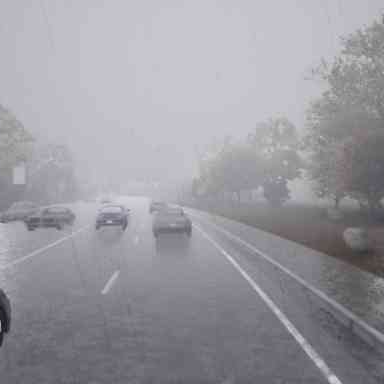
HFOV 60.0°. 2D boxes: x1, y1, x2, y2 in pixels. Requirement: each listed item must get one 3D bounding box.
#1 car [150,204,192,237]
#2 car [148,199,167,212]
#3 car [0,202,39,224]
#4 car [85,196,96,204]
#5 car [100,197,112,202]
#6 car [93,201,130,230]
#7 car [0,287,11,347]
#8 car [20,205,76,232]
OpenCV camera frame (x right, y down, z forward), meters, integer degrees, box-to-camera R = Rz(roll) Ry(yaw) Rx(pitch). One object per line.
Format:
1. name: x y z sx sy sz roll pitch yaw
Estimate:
1. car: -1.129 1.569 18.288 1.994 1.385 4.181 0 0 -6
2. car: -3.612 1.503 35.575 2.128 1.511 4.902 0 0 -10
3. car: -12.768 1.532 25.191 1.837 1.490 4.892 0 0 -8
4. car: -20.156 1.558 66.113 2.128 1.511 4.902 0 0 -11
5. car: -15.521 1.578 60.461 2.033 1.411 5.357 0 0 -10
6. car: -4.996 1.539 21.371 1.812 1.442 4.674 0 0 -7
7. car: -3.543 1.514 2.954 1.837 1.490 4.892 0 0 -1
8. car: -8.616 1.621 20.637 1.895 1.301 4.718 0 0 -7
